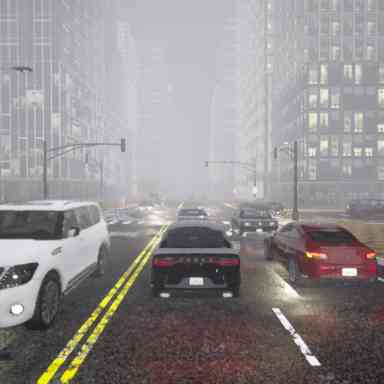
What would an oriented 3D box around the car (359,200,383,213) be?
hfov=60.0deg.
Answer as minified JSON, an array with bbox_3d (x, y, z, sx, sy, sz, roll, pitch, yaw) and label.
[{"bbox_3d":[21.676,1.639,37.479,4.829,1.417,1.752,1,0,1],"label":"car"}]

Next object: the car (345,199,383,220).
[{"bbox_3d":[16.097,1.516,29.172,5.009,1.841,2.192,1,0,1],"label":"car"}]

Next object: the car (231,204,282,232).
[{"bbox_3d":[3.284,1.589,18.426,1.895,1.301,4.718,0,0,0],"label":"car"}]

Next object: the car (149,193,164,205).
[{"bbox_3d":[-6.788,1.169,59.666,2.150,2.045,5.566,0,0,0],"label":"car"}]

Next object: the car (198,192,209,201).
[{"bbox_3d":[2.965,1.442,80.141,1.812,1.442,4.674,0,0,0],"label":"car"}]

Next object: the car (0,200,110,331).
[{"bbox_3d":[-3.374,1.219,7.205,2.150,2.045,5.566,0,0,0],"label":"car"}]

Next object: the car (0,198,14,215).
[{"bbox_3d":[-20.096,1.361,32.230,4.674,1.442,1.812,1,1,1],"label":"car"}]

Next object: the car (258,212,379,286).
[{"bbox_3d":[3.317,1.520,9.307,1.812,1.442,4.674,0,0,0],"label":"car"}]

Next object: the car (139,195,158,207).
[{"bbox_3d":[-6.771,1.522,50.633,1.994,1.385,4.181,0,0,0],"label":"car"}]

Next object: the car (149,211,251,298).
[{"bbox_3d":[0.065,1.473,8.542,1.882,1.535,5.008,0,0,0],"label":"car"}]

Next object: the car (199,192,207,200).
[{"bbox_3d":[2.929,1.125,90.364,2.150,2.045,5.566,0,0,0],"label":"car"}]

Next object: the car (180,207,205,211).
[{"bbox_3d":[0.033,1.536,18.362,2.033,1.411,5.357,0,0,0],"label":"car"}]

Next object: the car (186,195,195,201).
[{"bbox_3d":[-0.288,1.416,80.946,1.837,1.490,4.892,0,0,0],"label":"car"}]

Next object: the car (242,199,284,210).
[{"bbox_3d":[7.462,1.505,36.172,4.902,1.511,2.128,1,1,21],"label":"car"}]
